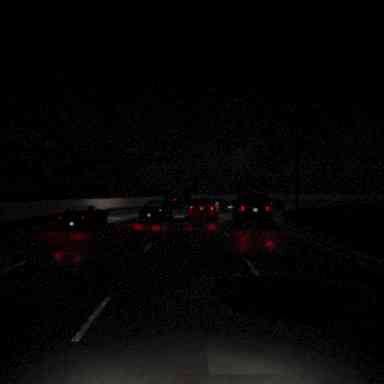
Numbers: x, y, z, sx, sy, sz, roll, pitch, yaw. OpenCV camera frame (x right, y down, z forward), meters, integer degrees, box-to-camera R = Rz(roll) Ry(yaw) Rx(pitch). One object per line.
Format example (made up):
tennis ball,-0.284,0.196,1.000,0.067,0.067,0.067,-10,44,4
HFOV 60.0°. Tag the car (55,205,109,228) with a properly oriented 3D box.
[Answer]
car,-6.736,1.486,20.980,1.895,1.301,4.718,0,0,2

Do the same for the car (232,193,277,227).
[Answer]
car,3.870,1.104,21.932,2.150,2.045,5.566,0,1,4

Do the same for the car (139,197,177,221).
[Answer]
car,-2.676,1.386,25.419,1.812,1.442,4.674,0,0,8

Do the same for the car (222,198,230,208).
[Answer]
car,3.189,1.335,41.978,1.994,1.385,4.181,0,0,29

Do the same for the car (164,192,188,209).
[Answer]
car,-1.524,0.997,41.350,2.150,2.045,5.566,0,1,26

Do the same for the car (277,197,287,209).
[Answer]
car,9.667,1.331,39.596,2.033,1.411,5.357,0,0,32

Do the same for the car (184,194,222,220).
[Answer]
car,1.011,1.207,26.311,2.097,1.767,4.553,0,0,9

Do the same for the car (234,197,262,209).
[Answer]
car,7.120,1.336,41.759,1.994,1.385,4.181,0,0,32
